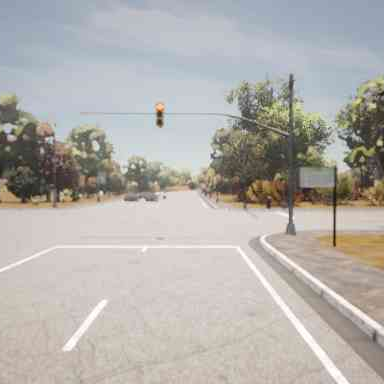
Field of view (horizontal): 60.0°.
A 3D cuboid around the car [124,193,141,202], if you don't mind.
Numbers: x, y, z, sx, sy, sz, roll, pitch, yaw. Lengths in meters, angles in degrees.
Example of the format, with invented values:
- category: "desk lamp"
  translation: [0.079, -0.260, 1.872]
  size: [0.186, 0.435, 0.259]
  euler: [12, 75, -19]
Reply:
- category: "car"
  translation: [-10.557, 0.955, 57.761]
  size: [1.837, 1.490, 4.892]
  euler: [0, 1, 0]

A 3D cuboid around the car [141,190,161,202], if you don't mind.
- category: "car"
  translation: [-7.059, 0.954, 57.823]
  size: [1.837, 1.490, 4.892]
  euler: [0, 1, 0]

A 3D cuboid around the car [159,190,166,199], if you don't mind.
- category: "car"
  translation: [-6.993, 0.523, 73.403]
  size: [2.150, 2.045, 5.566]
  euler: [0, 1, 0]

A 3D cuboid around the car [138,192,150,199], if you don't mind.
- category: "car"
  translation: [-10.493, 0.803, 73.250]
  size: [1.837, 1.490, 4.892]
  euler: [0, 1, 0]
